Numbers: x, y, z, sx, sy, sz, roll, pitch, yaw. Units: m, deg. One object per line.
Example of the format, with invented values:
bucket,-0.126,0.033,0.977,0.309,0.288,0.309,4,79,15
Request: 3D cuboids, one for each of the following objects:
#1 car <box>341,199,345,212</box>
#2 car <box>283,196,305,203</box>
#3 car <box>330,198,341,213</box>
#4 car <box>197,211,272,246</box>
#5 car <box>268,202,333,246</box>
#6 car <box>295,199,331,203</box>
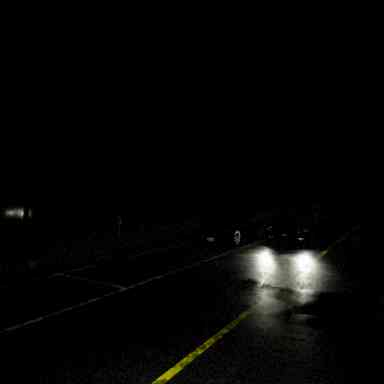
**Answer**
car,16.622,1.442,38.804,1.967,1.590,4.097,0,0,32
car,19.769,1.569,64.316,5.357,1.411,2.033,0,0,34
car,13.681,1.567,34.127,1.947,1.339,4.313,0,0,32
car,1.917,1.566,15.417,1.947,1.339,4.313,0,0,32
car,5.067,1.478,15.603,1.882,1.535,5.008,0,0,32
car,10.740,1.583,29.450,1.802,1.307,4.206,0,0,32
